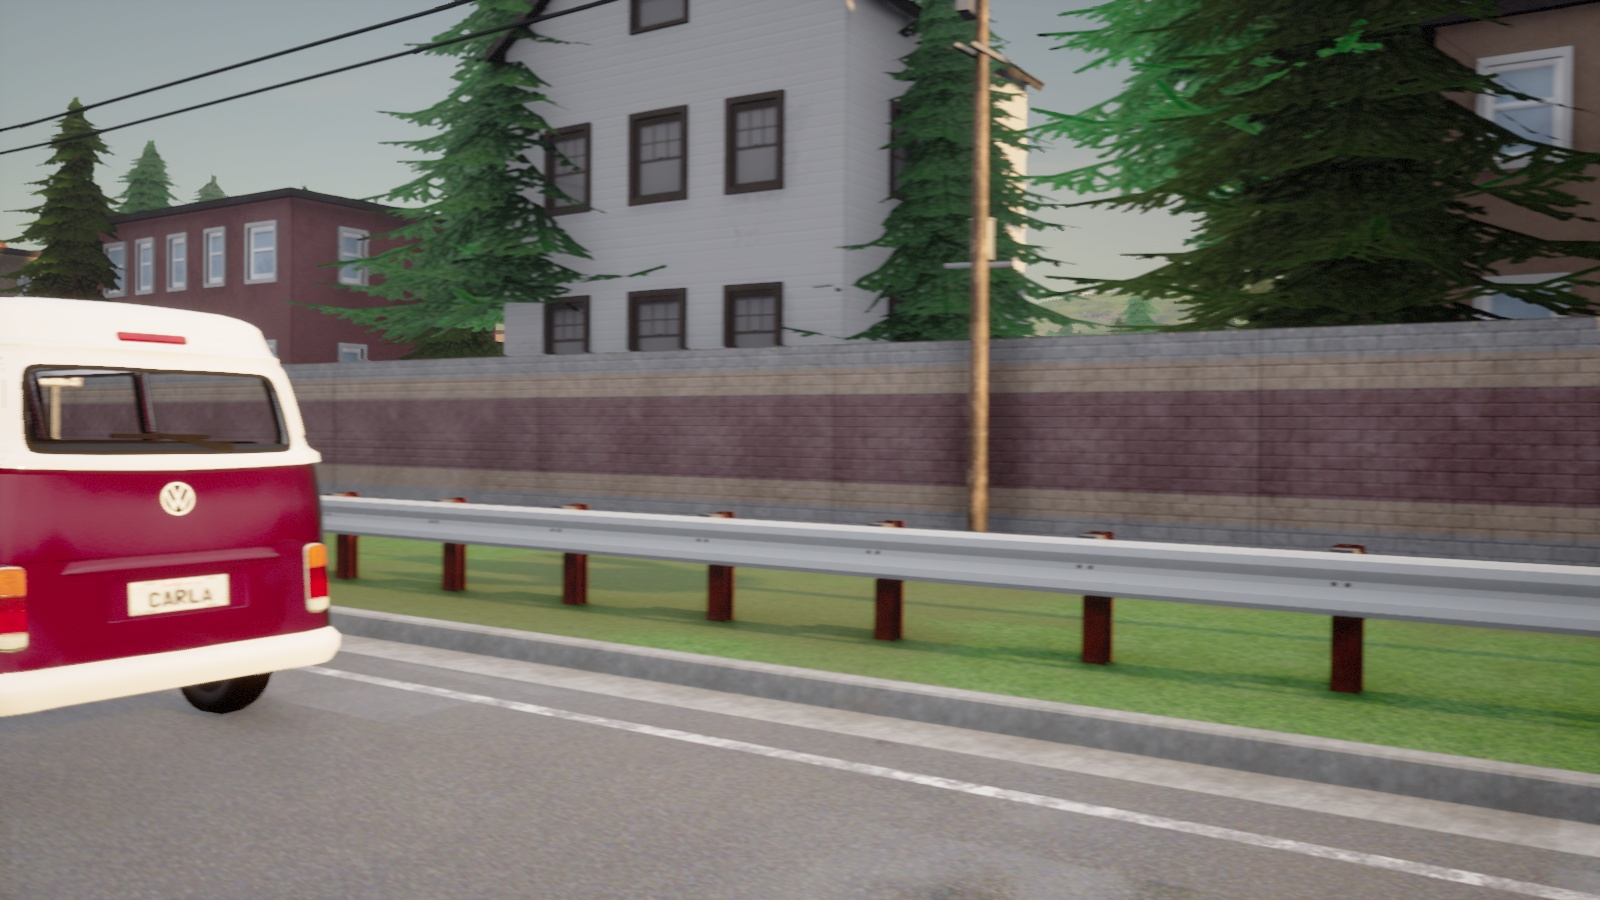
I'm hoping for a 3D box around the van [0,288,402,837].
[{"bbox_3d":[-4.408,0.406,6.547,4.480,2.038,2.069,0,1,34],"label":"van"}]
